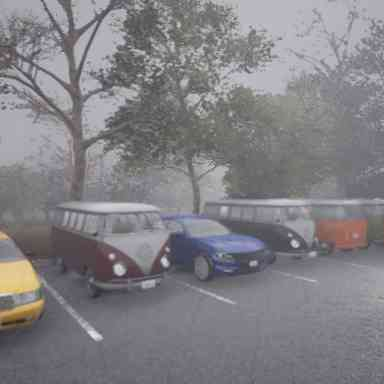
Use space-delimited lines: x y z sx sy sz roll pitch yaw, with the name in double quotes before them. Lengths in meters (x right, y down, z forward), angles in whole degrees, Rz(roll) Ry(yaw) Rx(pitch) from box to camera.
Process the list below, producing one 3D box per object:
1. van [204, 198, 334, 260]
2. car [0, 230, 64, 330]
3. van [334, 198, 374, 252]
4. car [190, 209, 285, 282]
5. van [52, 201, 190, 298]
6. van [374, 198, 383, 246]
"van" 2.246 1.242 11.519 1.878 1.987 4.442 0 0 -36
"car" -4.356 1.476 6.726 1.946 1.575 5.366 0 0 -36
"van" 4.474 1.279 13.395 1.878 1.987 4.442 1 -1 -35
"car" 0.042 1.461 10.096 2.097 1.535 5.008 0 0 -35
"van" -2.143 1.244 8.388 1.878 1.987 4.442 0 0 -35
"van" 6.627 1.313 14.931 1.878 1.987 4.442 1 -1 -36
